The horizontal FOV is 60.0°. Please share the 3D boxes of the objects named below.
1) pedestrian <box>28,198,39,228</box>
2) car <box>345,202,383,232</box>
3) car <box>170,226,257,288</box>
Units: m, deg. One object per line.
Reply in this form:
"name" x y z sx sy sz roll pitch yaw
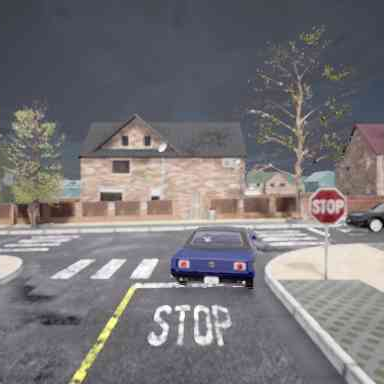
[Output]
"pedestrian" -9.641 1.263 20.118 0.375 1.860 0.375 0 2 0
"car" 10.565 1.166 17.203 5.008 1.535 1.882 -1 1 -1
"car" 0.848 1.604 9.341 1.895 1.301 4.718 0 0 11
